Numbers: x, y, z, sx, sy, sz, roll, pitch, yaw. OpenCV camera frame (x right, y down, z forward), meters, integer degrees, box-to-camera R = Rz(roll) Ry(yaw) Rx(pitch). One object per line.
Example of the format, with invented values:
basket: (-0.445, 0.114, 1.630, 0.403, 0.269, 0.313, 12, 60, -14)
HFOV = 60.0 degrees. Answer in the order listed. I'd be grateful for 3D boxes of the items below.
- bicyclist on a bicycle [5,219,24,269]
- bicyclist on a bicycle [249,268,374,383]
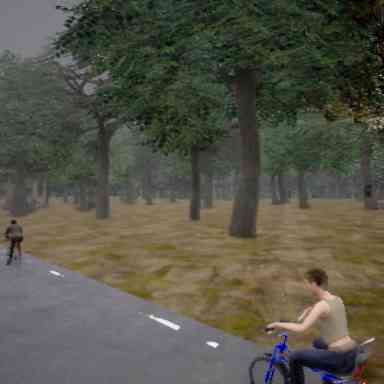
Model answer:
bicyclist on a bicycle: (-6.114, 1.771, 11.432, 0.582, 1.620, 1.656, 2, -3, -43)
bicyclist on a bicycle: (1.176, 1.565, 3.363, 0.866, 1.612, 1.509, 2, -3, -42)
